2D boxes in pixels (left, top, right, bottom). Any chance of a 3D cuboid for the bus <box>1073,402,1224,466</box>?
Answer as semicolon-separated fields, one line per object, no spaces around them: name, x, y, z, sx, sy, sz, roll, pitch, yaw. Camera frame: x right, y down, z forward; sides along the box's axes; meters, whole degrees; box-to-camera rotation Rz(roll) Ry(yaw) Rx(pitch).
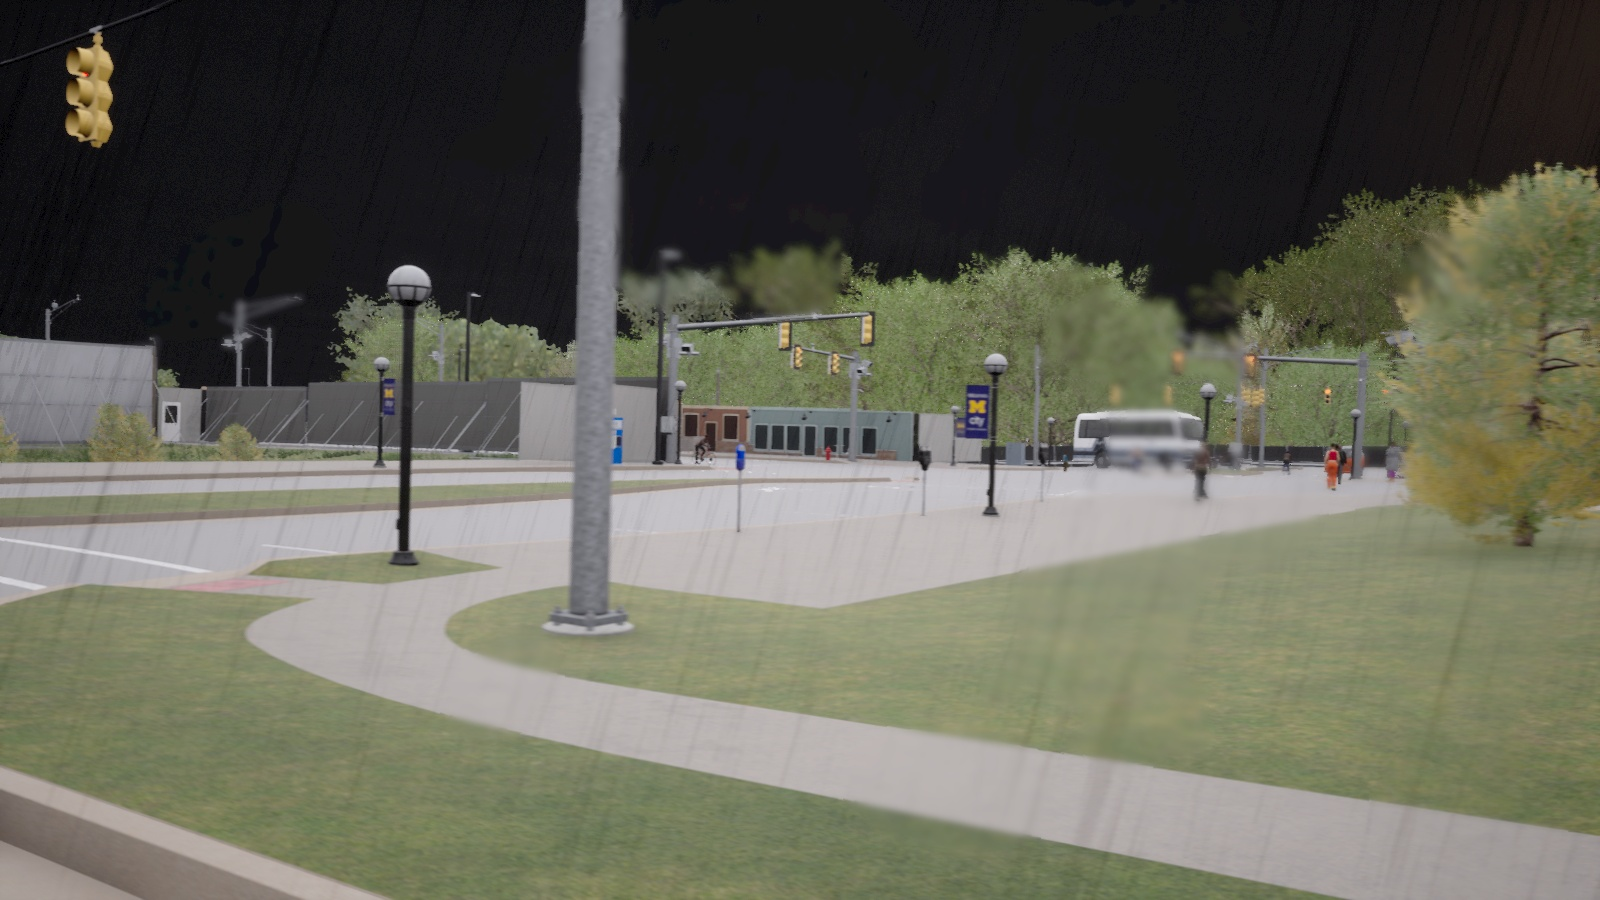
bus;25.269;-1.073;91.698;3.944;4.253;10.273;3;-2;-37

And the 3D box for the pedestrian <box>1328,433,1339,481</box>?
pedestrian;20.570;0.250;48.406;0.345;1.836;0.594;1;2;22

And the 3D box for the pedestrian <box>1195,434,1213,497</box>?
pedestrian;11.988;0.447;37.280;0.331;1.846;0.634;2;2;31

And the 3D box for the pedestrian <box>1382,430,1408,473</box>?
pedestrian;27.200;0.075;57.397;0.873;1.952;0.659;0;2;-30

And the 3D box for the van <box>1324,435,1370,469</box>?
van;34.306;0.113;78.764;1.775;1.987;4.442;0;1;35

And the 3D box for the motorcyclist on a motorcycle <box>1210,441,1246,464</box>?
motorcyclist on a motorcycle;31.650;0.168;92.832;2.350;1.649;0.766;-1;0;35

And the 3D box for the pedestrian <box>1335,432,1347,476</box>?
pedestrian;23.295;0.161;54.047;0.376;1.854;0.720;2;2;29

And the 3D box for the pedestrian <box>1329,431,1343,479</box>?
pedestrian;22.318;0.196;52.296;0.423;1.949;0.788;2;2;31
